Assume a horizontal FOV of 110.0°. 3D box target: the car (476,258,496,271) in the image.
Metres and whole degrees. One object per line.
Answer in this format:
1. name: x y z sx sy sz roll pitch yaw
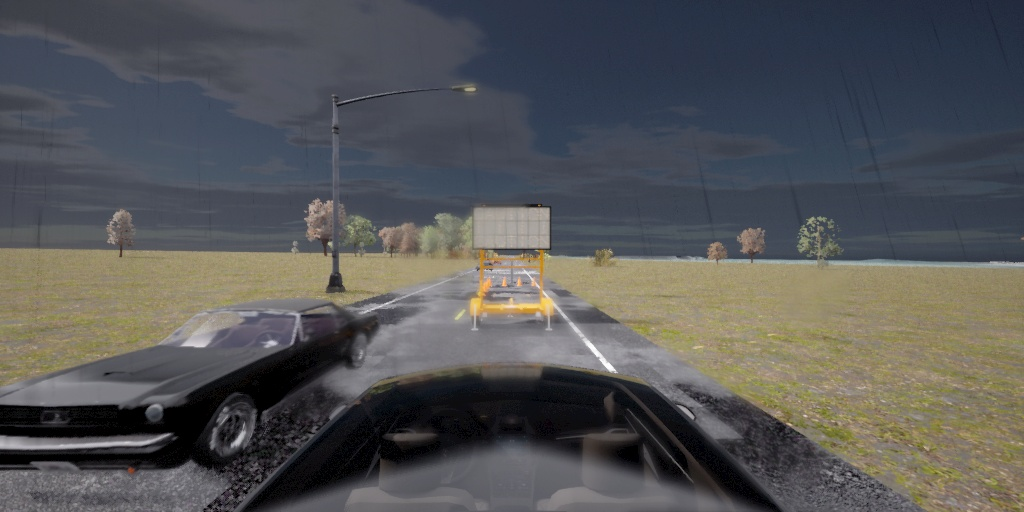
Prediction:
1. car: -3.622 1.317 47.856 1.994 1.385 4.181 0 0 0

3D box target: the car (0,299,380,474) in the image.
1. car: -3.602 1.351 5.030 1.895 1.301 4.718 0 0 0

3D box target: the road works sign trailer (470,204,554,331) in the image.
1. road works sign trailer: -0.005 0.215 11.033 2.380 3.560 2.880 0 0 0
